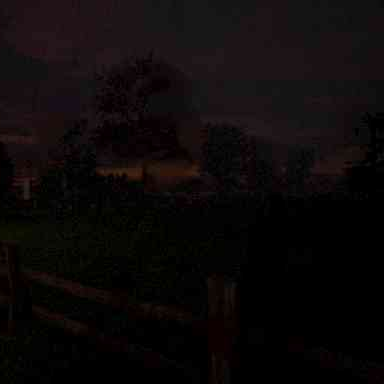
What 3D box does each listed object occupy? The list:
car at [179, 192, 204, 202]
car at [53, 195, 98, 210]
[{"bbox_3d":[-0.077,0.717,52.456,1.882,1.535,5.008,0,1,37],"label":"car"},{"bbox_3d":[-12.494,1.097,35.817,1.837,1.490,4.892,0,1,37],"label":"car"}]
